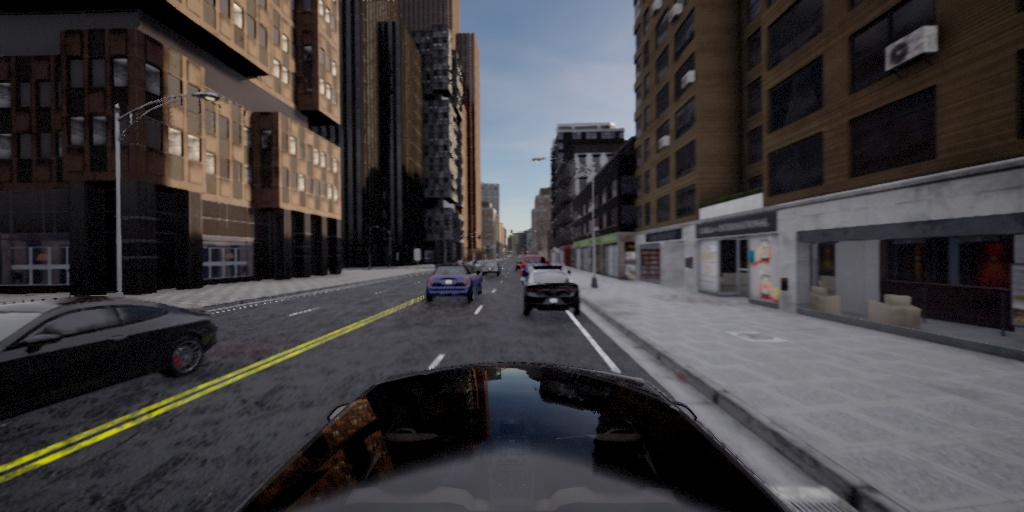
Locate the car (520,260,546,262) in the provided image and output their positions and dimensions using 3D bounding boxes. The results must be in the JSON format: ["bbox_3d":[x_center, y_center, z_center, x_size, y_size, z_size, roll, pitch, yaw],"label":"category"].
[{"bbox_3d":[1.632,1.212,23.504,1.882,1.535,5.008,-1,0,2],"label":"car"}]

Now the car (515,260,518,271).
[{"bbox_3d":[1.400,1.249,49.452,1.837,1.490,4.892,-1,0,2],"label":"car"}]

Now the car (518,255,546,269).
[{"bbox_3d":[1.800,0.959,29.531,2.150,2.045,5.566,-1,0,2],"label":"car"}]

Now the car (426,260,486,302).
[{"bbox_3d":[-2.666,1.128,17.505,2.097,1.767,4.553,-1,0,2],"label":"car"}]

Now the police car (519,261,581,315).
[{"bbox_3d":[1.352,1.161,13.618,1.930,1.638,5.238,-1,0,2],"label":"police car"}]

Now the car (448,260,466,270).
[{"bbox_3d":[-8.236,1.351,54.389,1.837,1.490,4.892,-1,-1,2],"label":"car"}]

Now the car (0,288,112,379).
[{"bbox_3d":[-9.719,1.393,5.071,2.033,1.411,5.357,-1,0,2],"label":"car"}]

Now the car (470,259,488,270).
[{"bbox_3d":[-4.982,1.304,54.465,2.128,1.511,4.902,-1,0,2],"label":"car"}]

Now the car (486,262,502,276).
[{"bbox_3d":[-2.099,1.321,37.392,2.033,1.411,5.357,-1,0,1],"label":"car"}]

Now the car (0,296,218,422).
[{"bbox_3d":[-6.473,1.339,4.858,1.812,1.442,4.674,-1,0,2],"label":"car"}]
